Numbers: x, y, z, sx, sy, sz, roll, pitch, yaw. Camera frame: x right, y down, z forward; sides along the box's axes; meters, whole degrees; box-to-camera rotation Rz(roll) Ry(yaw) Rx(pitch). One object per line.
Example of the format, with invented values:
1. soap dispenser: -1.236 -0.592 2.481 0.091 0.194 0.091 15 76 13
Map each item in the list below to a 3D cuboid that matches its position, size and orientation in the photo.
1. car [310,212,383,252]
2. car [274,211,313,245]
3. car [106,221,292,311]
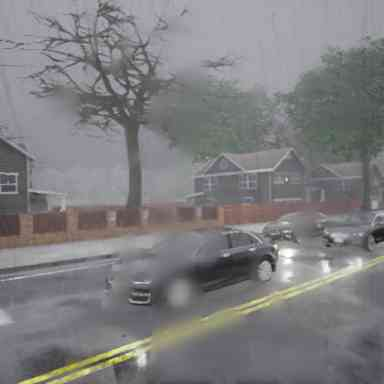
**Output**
1. car: 7.697 1.670 14.972 4.902 1.511 2.128 0 -2 -42
2. car: 5.644 1.780 17.380 4.892 1.490 1.837 0 -2 -42
3. car: 0.268 1.686 8.363 4.892 1.490 1.837 0 -2 -42
